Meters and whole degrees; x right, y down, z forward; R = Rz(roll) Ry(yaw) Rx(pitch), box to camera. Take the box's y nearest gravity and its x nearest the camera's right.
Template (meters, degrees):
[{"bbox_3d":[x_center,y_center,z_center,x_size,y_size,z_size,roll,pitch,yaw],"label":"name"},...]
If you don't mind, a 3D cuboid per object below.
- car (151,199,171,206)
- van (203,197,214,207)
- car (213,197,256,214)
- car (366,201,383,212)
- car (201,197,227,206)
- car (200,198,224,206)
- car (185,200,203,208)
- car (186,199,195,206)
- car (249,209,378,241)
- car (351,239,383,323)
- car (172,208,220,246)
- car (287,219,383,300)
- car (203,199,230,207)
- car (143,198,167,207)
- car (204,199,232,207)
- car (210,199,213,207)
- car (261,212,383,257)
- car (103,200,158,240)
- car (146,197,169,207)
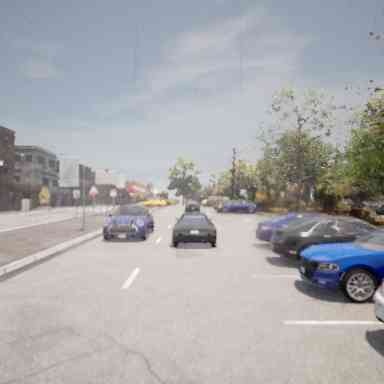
[{"bbox_3d":[-7.543,2.575,81.268,4.553,1.767,2.185,0,-2,-1],"label":"car"},{"bbox_3d":[4.775,1.879,62.638,4.442,1.987,1.878,0,-1,0],"label":"van"},{"bbox_3d":[5.116,1.651,38.673,4.553,1.767,2.185,0,0,0],"label":"car"},{"bbox_3d":[17.449,1.576,30.102,4.902,1.511,2.128,-1,-3,-2],"label":"car"},{"bbox_3d":[4.766,2.172,73.809,5.566,2.045,2.435,0,-2,-1],"label":"car"},{"bbox_3d":[4.694,2.374,79.267,5.566,2.045,2.435,0,-2,-1],"label":"car"},{"bbox_3d":[0.073,1.853,42.661,1.812,1.442,4.674,0,0,0],"label":"car"},{"bbox_3d":[-0.345,2.543,77.212,1.882,1.535,5.008,0,-2,-1],"label":"car"},{"bbox_3d":[5.082,1.630,14.337,4.674,1.452,2.002,0,0,0],"label":"car"},{"bbox_3d":[5.082,1.556,4.639,4.674,1.452,2.002,0,0,0],"label":"car"},{"bbox_3d":[0.107,1.686,16.034,1.994,1.385,4.181,0,-1,0],"label":"car"},{"bbox_3d":[5.090,1.540,7.788,5.008,1.535,2.097,0,0,0],"label":"car"},{"bbox_3d":[5.030,2.244,68.089,5.366,1.575,1.946,0,-2,-1],"label":"car"},{"bbox_3d":[-7.376,2.064,66.095,4.553,1.767,2.185,0,-1,-1],"label":"car"},{"bbox_3d":[5.053,2.171,65.429,5.366,1.575,1.946,0,-1,0],"label":"car"},{"bbox_3d":[5.043,1.843,41.842,4.674,1.452,2.002,0,0,0],"label":"car"},{"bbox_3d":[5.079,1.566,11.061,4.892,1.521,2.231,0,0,0],"label":"car"},{"bbox_3d":[-3.250,1.489,17.776,2.097,1.767,4.553,0,0,0],"label":"car"},{"bbox_3d":[-7.566,2.114,63.173,5.366,1.575,1.946,0,-1,0],"label":"car"}]
